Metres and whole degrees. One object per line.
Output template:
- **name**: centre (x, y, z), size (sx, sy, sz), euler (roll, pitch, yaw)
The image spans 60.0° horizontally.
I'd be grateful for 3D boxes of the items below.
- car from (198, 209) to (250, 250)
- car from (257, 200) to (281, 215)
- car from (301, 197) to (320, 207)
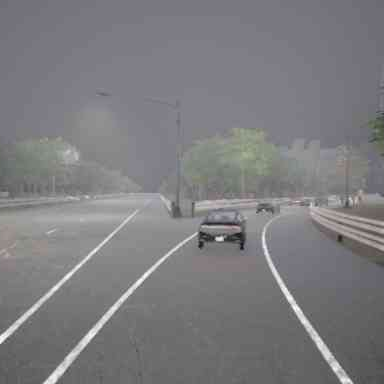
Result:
- **car**: centre (1.453, 1.504, 14.519), size (2.128, 1.511, 4.902), euler (0, 0, 11)
- **car**: centre (8.252, 1.598, 35.522), size (1.837, 1.490, 4.892), euler (0, -1, 25)
- **car**: centre (18.670, 1.576, 52.314), size (2.128, 1.511, 4.902), euler (0, 0, 37)
